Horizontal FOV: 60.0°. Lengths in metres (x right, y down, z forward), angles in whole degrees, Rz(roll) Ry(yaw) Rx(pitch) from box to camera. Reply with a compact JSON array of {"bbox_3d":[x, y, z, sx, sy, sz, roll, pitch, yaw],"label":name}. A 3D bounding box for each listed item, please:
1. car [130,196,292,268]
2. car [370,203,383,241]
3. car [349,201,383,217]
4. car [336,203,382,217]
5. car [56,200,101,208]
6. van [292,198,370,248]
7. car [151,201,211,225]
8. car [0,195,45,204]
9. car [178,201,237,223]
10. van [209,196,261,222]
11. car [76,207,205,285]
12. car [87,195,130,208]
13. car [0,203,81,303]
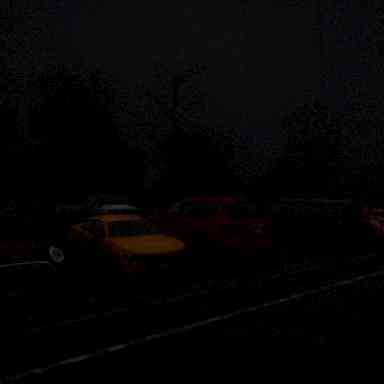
[{"bbox_3d":[0.286,1.191,11.456,2.435,2.045,5.566,1,0,-36],"label":"car"},{"bbox_3d":[7.776,1.414,16.846,2.185,1.767,4.553,1,-1,-36],"label":"car"},{"bbox_3d":[22.988,2.144,42.850,2.185,1.767,4.553,2,-1,-35],"label":"car"},{"bbox_3d":[20.435,2.204,40.962,2.002,1.452,4.674,2,-1,-36],"label":"car"},{"bbox_3d":[-7.798,1.440,20.706,2.231,1.521,4.892,0,0,-36],"label":"car"},{"bbox_3d":[5.260,1.275,15.144,1.878,1.987,4.442,1,0,-36],"label":"van"},{"bbox_3d":[-1.006,1.512,25.834,1.946,1.575,5.366,1,0,-36],"label":"car"},{"bbox_3d":[-9.945,1.177,19.122,2.435,2.045,5.566,0,0,-36],"label":"car"},{"bbox_3d":[1.156,1.551,27.386,1.946,1.575,5.366,1,-1,-36],"label":"car"},{"bbox_3d":[3.605,1.375,28.772,1.878,1.987,4.442,1,-1,-36],"label":"van"},{"bbox_3d":[-2.064,1.430,9.724,2.097,1.535,5.008,0,0,-36],"label":"car"},{"bbox_3d":[-5.523,1.203,22.328,2.435,2.045,5.566,0,0,-36],"label":"car"},{"bbox_3d":[-4.537,1.293,7.964,2.185,1.767,4.553,0,0,-36],"label":"car"}]
